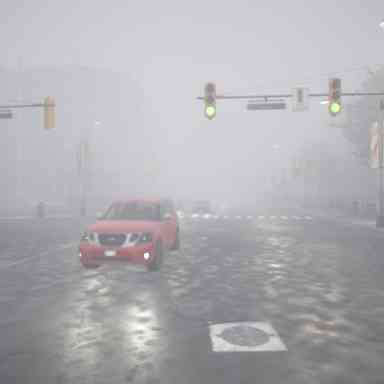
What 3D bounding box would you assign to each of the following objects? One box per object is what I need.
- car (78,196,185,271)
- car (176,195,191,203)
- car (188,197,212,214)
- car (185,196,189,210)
[{"bbox_3d":[-1.785,1.227,11.346,2.150,2.045,5.566,0,0,7],"label":"car"},{"bbox_3d":[-1.879,1.512,71.604,2.128,1.511,4.902,0,0,-18],"label":"car"},{"bbox_3d":[1.178,1.546,35.687,2.033,1.411,5.357,0,0,7],"label":"car"},{"bbox_3d":[-1.905,1.562,40.212,1.994,1.385,4.181,0,0,7],"label":"car"}]
